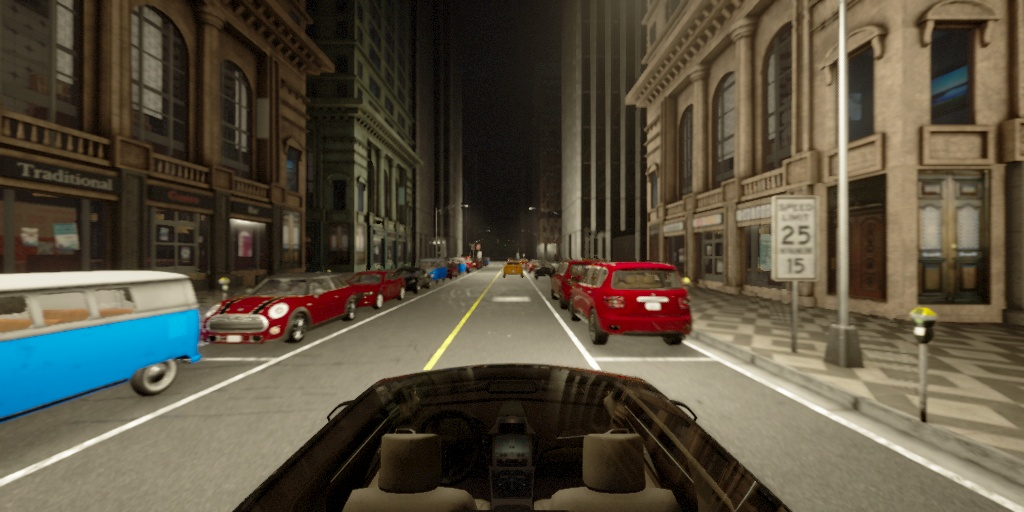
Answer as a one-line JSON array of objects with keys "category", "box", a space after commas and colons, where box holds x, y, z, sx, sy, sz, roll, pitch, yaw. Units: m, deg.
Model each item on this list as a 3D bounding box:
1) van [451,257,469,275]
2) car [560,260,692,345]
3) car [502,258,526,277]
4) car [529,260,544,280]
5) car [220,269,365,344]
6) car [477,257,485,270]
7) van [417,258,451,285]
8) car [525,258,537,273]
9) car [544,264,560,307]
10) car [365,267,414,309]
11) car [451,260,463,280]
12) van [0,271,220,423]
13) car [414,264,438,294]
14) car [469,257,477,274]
[{"category": "van", "box": [-5.746, 1.094, 36.625, 1.690, 1.789, 3.998, 0, 0, 0]}, {"category": "car", "box": [2.766, 1.066, 9.423, 2.192, 1.841, 5.009, 0, 0, 0]}, {"category": "car", "box": [0.117, 1.234, 35.542, 1.882, 1.535, 5.008, 0, 0, 0]}, {"category": "car", "box": [2.777, 1.307, 31.186, 2.007, 1.370, 4.403, 0, 0, 0]}, {"category": "car", "box": [-5.759, 1.187, 9.419, 1.967, 1.591, 4.097, 0, 0, 0]}, {"category": "car", "box": [-5.737, 1.073, 52.948, 2.192, 1.841, 5.009, 0, 0, 0]}, {"category": "van", "box": [-5.751, 1.091, 25.743, 1.690, 1.789, 3.998, 0, 0, 0]}, {"category": "car", "box": [2.783, 1.199, 42.068, 1.967, 1.591, 4.097, 0, 0, 0]}, {"category": "car", "box": [2.769, 1.067, 14.864, 2.192, 1.841, 5.009, 0, 0, 0]}, {"category": "car", "box": [-5.756, 1.293, 14.860, 1.888, 1.381, 4.507, 0, 0, 0]}, {"category": "car", "box": [-5.748, 1.297, 31.184, 1.888, 1.381, 4.507, 0, 0, 0]}, {"category": "van", "box": [-5.762, 1.089, 3.978, 1.690, 1.789, 3.998, 0, 0, 0]}, {"category": "car", "box": [-5.754, 1.315, 20.301, 1.948, 1.339, 4.313, 0, 0, 0]}, {"category": "car", "box": [-5.743, 1.070, 42.066, 2.192, 1.841, 5.009, 0, 0, 0]}]
